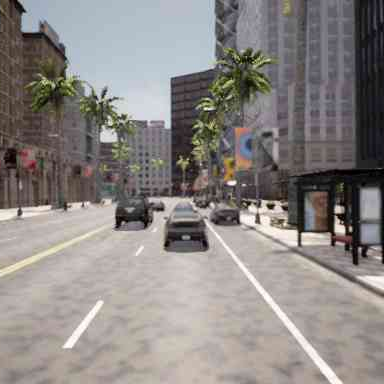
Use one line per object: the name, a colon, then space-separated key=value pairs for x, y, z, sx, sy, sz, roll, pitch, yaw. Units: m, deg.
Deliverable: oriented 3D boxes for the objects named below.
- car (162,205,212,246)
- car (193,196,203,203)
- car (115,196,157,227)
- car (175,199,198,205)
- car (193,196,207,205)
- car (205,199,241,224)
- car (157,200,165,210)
car: x=-0.292 y=1.555 z=15.506 sx=1.837 sy=1.490 sz=4.892 roll=0 pitch=0 yaw=-1
car: x=1.352 y=1.740 z=76.351 sx=2.161 sy=1.482 sz=4.786 roll=0 pitch=0 yaw=-2
car: x=-4.006 y=1.326 z=23.734 sx=2.150 sy=2.045 sz=5.566 roll=0 pitch=0 yaw=-2
car: x=-0.750 y=1.671 z=32.685 sx=1.994 sy=1.385 sz=4.181 roll=0 pitch=0 yaw=-2
car: x=1.648 y=1.511 z=54.422 sx=2.185 sy=1.767 sz=4.553 roll=0 pitch=0 yaw=-2
car: x=2.448 y=1.540 z=25.058 sx=2.231 sy=1.521 sz=4.892 roll=0 pitch=0 yaw=-2
car: x=-4.547 y=1.734 z=43.380 sx=1.994 sy=1.385 sz=4.181 roll=0 pitch=0 yaw=-2
